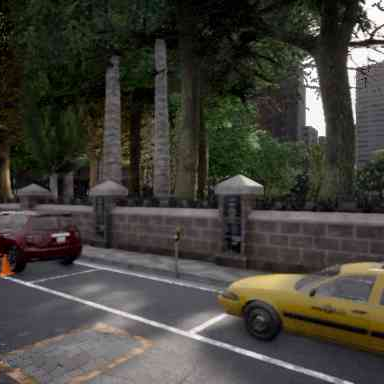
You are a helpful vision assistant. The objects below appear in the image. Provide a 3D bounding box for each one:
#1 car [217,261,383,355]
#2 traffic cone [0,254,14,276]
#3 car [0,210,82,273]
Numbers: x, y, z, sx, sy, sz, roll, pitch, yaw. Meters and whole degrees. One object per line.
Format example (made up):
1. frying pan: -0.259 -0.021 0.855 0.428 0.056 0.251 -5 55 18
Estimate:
1. car: 2.688 1.665 5.088 4.829 1.417 1.752 -1 -2 37
2. traffic cone: -5.476 2.135 9.823 0.340 0.580 0.340 0 4 30
3. car: -5.898 1.546 11.548 5.009 1.841 2.192 -1 -2 37
